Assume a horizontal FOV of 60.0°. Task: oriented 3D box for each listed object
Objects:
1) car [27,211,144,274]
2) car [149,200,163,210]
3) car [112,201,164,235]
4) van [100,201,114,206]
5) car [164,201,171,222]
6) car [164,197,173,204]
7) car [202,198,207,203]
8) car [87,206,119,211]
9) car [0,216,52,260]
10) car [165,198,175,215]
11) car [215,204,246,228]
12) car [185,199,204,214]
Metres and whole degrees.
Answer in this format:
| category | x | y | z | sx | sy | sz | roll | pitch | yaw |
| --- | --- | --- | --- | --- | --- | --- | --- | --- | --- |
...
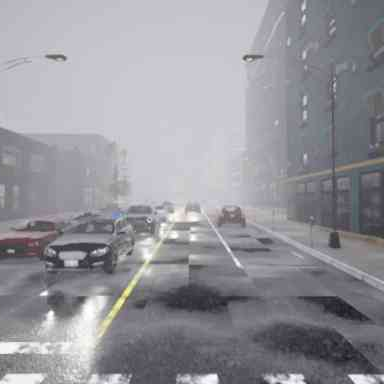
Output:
| category | x | y | z | sx | sy | sz | roll | pitch | yaw |
| --- | --- | --- | --- | --- | --- | --- | --- | --- | --- |
| car | -3.095 | 1.586 | 10.984 | 2.128 | 1.511 | 4.902 | 0 | 0 | 0 |
| car | -5.666 | 2.031 | 52.636 | 1.802 | 1.307 | 4.206 | 1 | 0 | 0 |
| car | -3.091 | 1.523 | 20.004 | 2.097 | 1.767 | 4.553 | 0 | -1 | 0 |
| van | -5.667 | 1.547 | 24.206 | 1.690 | 1.788 | 3.998 | 1 | 0 | 0 |
| car | -3.085 | 1.773 | 28.997 | 1.812 | 1.442 | 4.674 | 0 | 0 | 0 |
| car | -5.658 | 2.134 | 81.069 | 1.967 | 1.590 | 4.097 | 1 | 0 | 0 |
| car | 3.019 | 2.308 | 91.131 | 1.812 | 1.442 | 4.674 | 0 | 0 | 0 |
| car | -5.672 | 1.703 | 18.517 | 1.887 | 1.381 | 4.507 | 1 | 0 | 0 |
| car | -5.750 | 1.655 | 12.835 | 1.887 | 1.381 | 4.507 | 1 | 0 | 0 |
| car | -3.045 | 1.813 | 39.423 | 1.882 | 1.535 | 5.008 | 0 | 0 | 1 |
| car | 2.711 | 1.647 | 24.264 | 1.967 | 1.590 | 4.097 | 1 | 0 | 0 |
| car | 0.104 | 1.914 | 41.087 | 1.994 | 1.385 | 4.181 | 0 | 0 | 0 |
